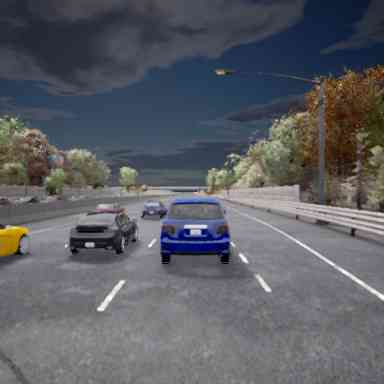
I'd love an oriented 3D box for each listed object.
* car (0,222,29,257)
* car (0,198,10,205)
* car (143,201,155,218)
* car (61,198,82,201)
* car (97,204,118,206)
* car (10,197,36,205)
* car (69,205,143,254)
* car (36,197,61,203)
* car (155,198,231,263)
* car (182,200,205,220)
[{"bbox_3d":[-6.900,1.481,10.209,1.882,1.535,5.008,0,0,0],"label":"car"},{"bbox_3d":[-28.065,1.570,48.069,1.812,1.442,4.674,0,0,0],"label":"car"},{"bbox_3d":[-3.400,1.544,30.213,1.812,1.442,4.674,0,0,0],"label":"car"},{"bbox_3d":[-17.561,1.611,50.171,1.994,1.385,4.181,0,0,0],"label":"car"},{"bbox_3d":[-6.899,1.617,27.656,1.895,1.301,4.718,0,0,0],"label":"car"},{"bbox_3d":[-24.557,1.524,49.834,1.882,1.535,5.008,0,0,0],"label":"car"},{"bbox_3d":[-3.398,1.509,13.480,1.837,1.490,4.892,0,0,0],"label":"car"},{"bbox_3d":[-21.059,1.551,50.184,1.837,1.490,4.892,0,0,0],"label":"car"},{"bbox_3d":[0.101,1.225,12.065,2.150,2.045,5.566,0,0,0],"label":"car"},{"bbox_3d":[0.101,1.522,29.229,1.837,1.490,4.892,0,0,0],"label":"car"}]
